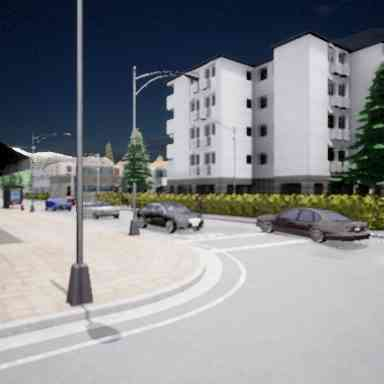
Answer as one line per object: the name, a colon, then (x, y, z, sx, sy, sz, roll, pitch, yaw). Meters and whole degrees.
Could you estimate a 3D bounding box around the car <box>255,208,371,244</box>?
car: (5.342, 1.432, 15.490, 2.033, 1.411, 5.357, 1, 2, -31)

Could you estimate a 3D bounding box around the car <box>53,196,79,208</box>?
car: (-17.487, 1.305, 45.987, 1.882, 1.535, 5.008, 0, 0, -38)

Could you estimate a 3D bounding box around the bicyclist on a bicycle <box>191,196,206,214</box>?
bicyclist on a bicycle: (0.532, 1.128, 28.277, 1.656, 1.620, 0.582, 0, 0, -37)

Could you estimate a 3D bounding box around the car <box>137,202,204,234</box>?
car: (-1.286, 1.317, 18.157, 2.128, 1.511, 4.902, 0, 0, -37)

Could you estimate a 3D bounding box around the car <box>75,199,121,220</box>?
car: (-7.397, 1.427, 26.414, 1.895, 1.301, 4.718, 0, 0, -37)

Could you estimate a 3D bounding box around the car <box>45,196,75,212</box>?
car: (-14.545, 1.304, 36.113, 1.882, 1.535, 5.008, 0, 0, -36)
